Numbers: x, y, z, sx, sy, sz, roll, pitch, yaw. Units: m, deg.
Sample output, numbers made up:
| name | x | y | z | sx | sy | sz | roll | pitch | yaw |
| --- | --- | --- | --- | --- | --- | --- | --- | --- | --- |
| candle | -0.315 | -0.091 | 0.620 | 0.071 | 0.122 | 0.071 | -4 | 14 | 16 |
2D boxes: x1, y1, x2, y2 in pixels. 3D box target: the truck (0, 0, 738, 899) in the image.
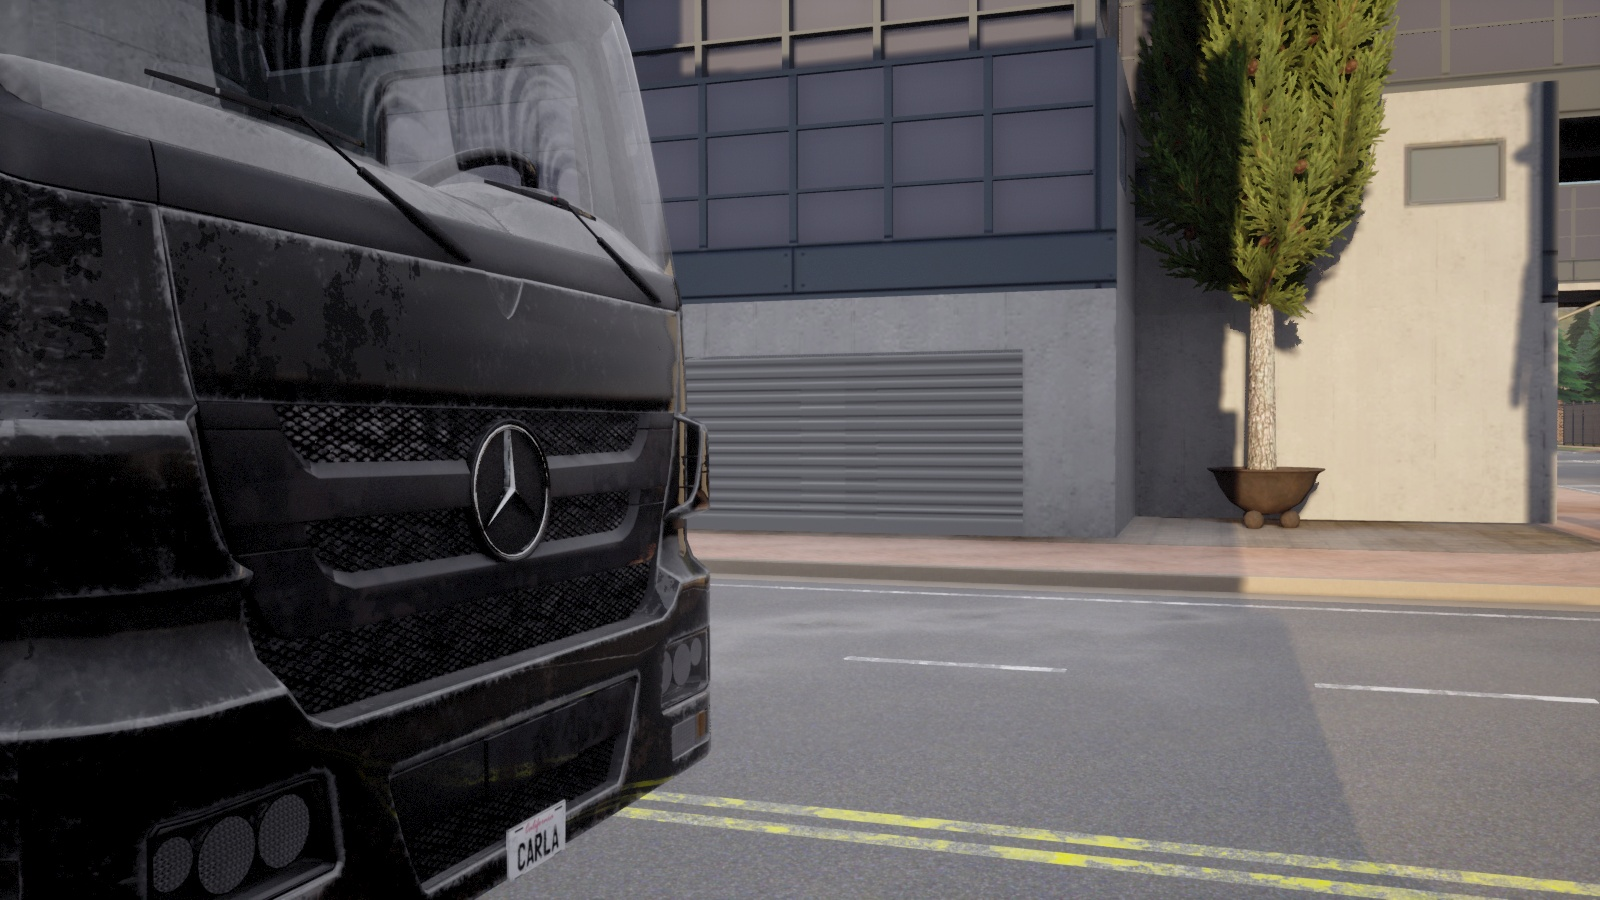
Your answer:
| name | x | y | z | sx | sy | sz | roll | pitch | yaw |
| --- | --- | --- | --- | --- | --- | --- | --- | --- | --- |
| truck | -4.464 | -0.248 | 4.736 | 7.936 | 3.462 | 2.891 | 1 | 1 | 20 |
